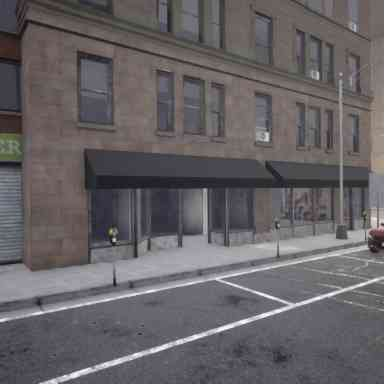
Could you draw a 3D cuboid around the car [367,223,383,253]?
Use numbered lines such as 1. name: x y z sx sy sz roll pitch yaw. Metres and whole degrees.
1. car: 8.377 1.541 12.566 4.507 1.381 1.887 0 -1 -36
